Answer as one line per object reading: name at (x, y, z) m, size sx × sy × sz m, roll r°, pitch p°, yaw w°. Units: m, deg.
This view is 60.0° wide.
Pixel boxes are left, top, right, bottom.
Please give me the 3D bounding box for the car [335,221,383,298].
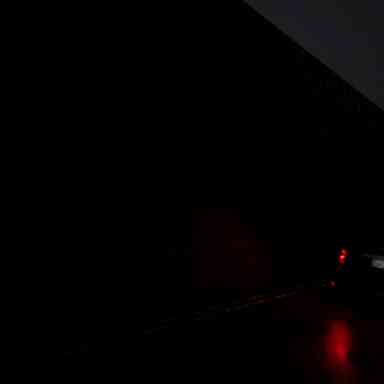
car at (5.303, 1.405, 7.550) m, size 4.553 × 1.767 × 2.097 m, roll 0°, pitch 0°, yaw -35°
